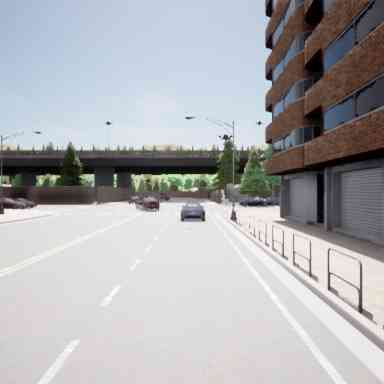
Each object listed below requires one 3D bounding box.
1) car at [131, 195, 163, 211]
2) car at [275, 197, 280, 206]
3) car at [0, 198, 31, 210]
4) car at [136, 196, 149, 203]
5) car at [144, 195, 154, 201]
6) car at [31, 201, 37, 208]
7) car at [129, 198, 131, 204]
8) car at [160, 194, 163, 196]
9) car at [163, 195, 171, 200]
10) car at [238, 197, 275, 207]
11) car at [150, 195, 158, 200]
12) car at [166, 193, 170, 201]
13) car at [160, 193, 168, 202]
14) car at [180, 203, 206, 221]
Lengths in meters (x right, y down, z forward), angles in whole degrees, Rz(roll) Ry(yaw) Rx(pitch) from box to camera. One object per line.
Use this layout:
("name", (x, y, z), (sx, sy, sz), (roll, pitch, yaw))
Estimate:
("car", (-5.613, 1.454, 41.208), (1.882, 1.535, 5.008), (1, 0, -25))
("car", (12.314, 1.483, 51.144), (5.357, 1.411, 2.033), (0, 0, 2))
("car", (-22.698, 1.463, 40.567), (4.674, 1.442, 1.812), (0, 0, 0))
("car", (-10.504, 1.540, 70.792), (1.994, 1.385, 4.181), (0, 0, 0))
("car", (-10.504, 1.510, 81.020), (1.812, 1.442, 4.674), (0, 0, 0))
("car", (-22.907, 1.501, 44.067), (4.181, 1.385, 1.994), (0, 0, 0))
("car", (-10.559, 1.515, 62.244), (1.812, 1.442, 4.674), (0, 0, 0))
("car", (-7.061, 1.553, 62.841), (1.994, 1.385, 4.181), (0, 0, 0))
("car", (-7.062, 1.536, 93.674), (1.994, 1.385, 4.181), (0, 0, -3))
("car", (9.038, 1.537, 47.799), (4.718, 1.301, 1.895), (0, 0, 1))
("car", (-10.530, 1.508, 92.257), (1.812, 1.442, 4.674), (0, 0, 0))
("car", (-7.004, 1.211, 82.518), (2.150, 2.045, 5.566), (0, 0, 0))
("car", (-7.004, 1.527, 72.070), (2.033, 1.411, 5.357), (0, 0, 0))
("car", (0.083, 1.559, 27.209), (1.994, 1.385, 4.181), (0, 0, 0))
